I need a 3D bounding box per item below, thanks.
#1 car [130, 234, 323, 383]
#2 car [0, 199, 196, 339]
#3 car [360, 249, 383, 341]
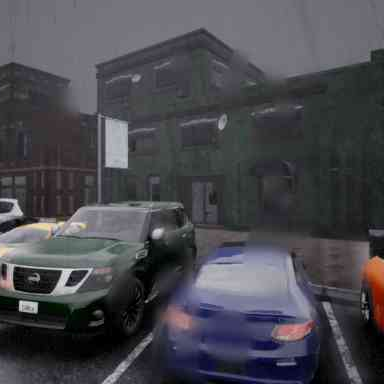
[{"bbox_3d":[0.975,1.526,5.399,2.002,1.452,4.674,0,-1,15],"label":"car"},{"bbox_3d":[-1.457,1.236,7.118,2.435,2.045,5.566,1,-1,15],"label":"car"},{"bbox_3d":[3.439,1.360,3.695,2.185,1.767,4.553,1,-1,15],"label":"car"}]
